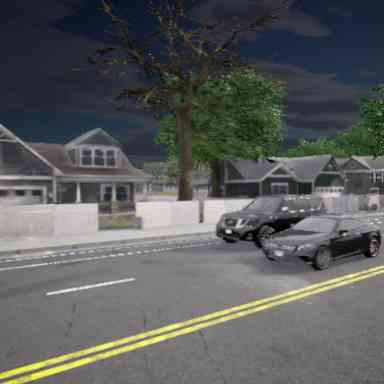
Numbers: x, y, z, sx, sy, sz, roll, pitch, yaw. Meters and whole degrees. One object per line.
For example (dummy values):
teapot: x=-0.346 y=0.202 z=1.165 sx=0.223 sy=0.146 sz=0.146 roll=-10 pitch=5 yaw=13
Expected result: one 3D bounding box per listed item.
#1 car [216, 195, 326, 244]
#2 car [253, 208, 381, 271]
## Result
car: x=3.643 y=1.147 z=14.268 sx=5.566 sy=2.045 sz=2.150 roll=0 pitch=0 yaw=-35
car: x=4.365 y=1.459 z=10.793 sx=4.674 sy=1.442 sz=1.812 roll=-1 pitch=0 yaw=-36
